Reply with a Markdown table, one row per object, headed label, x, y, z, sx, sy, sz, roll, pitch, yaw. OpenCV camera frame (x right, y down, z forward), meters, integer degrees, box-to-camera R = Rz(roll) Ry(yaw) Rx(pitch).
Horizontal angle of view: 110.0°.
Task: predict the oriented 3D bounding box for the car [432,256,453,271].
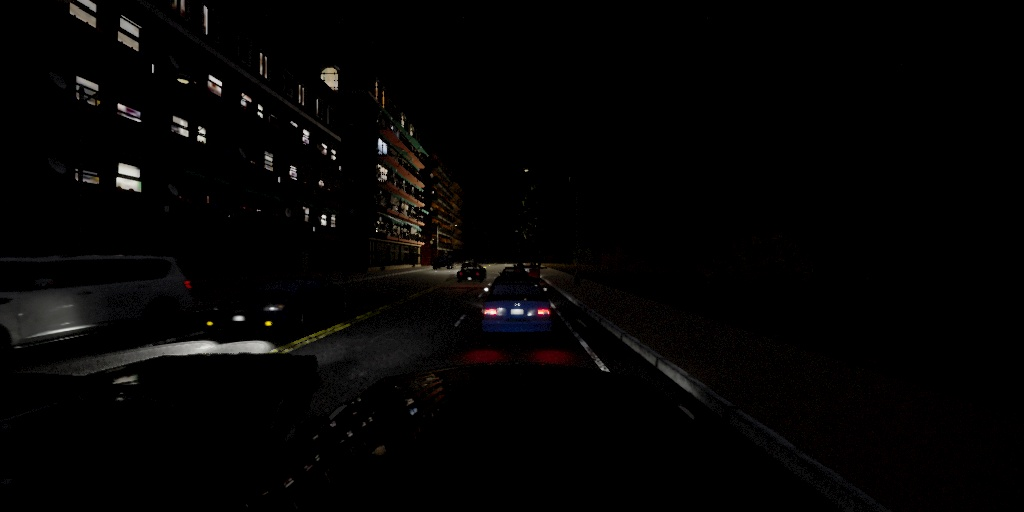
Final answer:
| label | x | y | z | sx | sy | sz | roll | pitch | yaw |
| --- | --- | --- | --- | --- | --- | --- | --- | --- | --- |
| car | -9.781 | 0.974 | 51.153 | 2.150 | 2.045 | 5.566 | 0 | 0 | 0 |

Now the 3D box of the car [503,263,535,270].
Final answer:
| label | x | y | z | sx | sy | sz | roll | pitch | yaw |
| --- | --- | --- | --- | --- | --- | --- | --- | --- | --- |
| car | 0.118 | 1.317 | 20.898 | 1.994 | 1.385 | 4.181 | 0 | 0 | 1 |

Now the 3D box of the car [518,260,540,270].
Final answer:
| label | x | y | z | sx | sy | sz | roll | pitch | yaw |
| --- | --- | --- | --- | --- | --- | --- | --- | --- | --- |
| car | 1.173 | 1.104 | 29.833 | 2.097 | 1.767 | 4.553 | 0 | 0 | 0 |

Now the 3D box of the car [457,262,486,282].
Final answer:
| label | x | y | z | sx | sy | sz | roll | pitch | yaw |
| --- | --- | --- | --- | --- | --- | --- | --- | --- | --- |
| car | -3.117 | 1.354 | 28.554 | 1.895 | 1.301 | 4.718 | 0 | 0 | 0 |

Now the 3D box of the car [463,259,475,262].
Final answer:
| label | x | y | z | sx | sy | sz | roll | pitch | yaw |
| --- | --- | --- | --- | --- | --- | --- | --- | --- | --- |
| car | -6.525 | 1.244 | 54.140 | 2.128 | 1.511 | 4.902 | 0 | 0 | 0 |

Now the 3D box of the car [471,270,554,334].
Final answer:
| label | x | y | z | sx | sy | sz | roll | pitch | yaw |
| --- | --- | --- | --- | --- | --- | --- | --- | --- | --- |
| car | 0.112 | 1.299 | 10.565 | 2.033 | 1.411 | 5.357 | 0 | 0 | 0 |

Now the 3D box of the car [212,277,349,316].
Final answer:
| label | x | y | z | sx | sy | sz | roll | pitch | yaw |
| --- | --- | --- | --- | --- | --- | --- | --- | --- | --- |
| car | -6.590 | 1.315 | 10.636 | 1.994 | 1.385 | 4.181 | 0 | 0 | 0 |

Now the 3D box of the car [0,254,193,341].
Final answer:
| label | x | y | z | sx | sy | sz | roll | pitch | yaw |
| --- | --- | --- | --- | --- | --- | --- | --- | --- | --- |
| car | -9.844 | 0.972 | 7.506 | 2.150 | 2.045 | 5.566 | 0 | 0 | 0 |

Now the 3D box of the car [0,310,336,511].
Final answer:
| label | x | y | z | sx | sy | sz | roll | pitch | yaw |
| --- | --- | --- | --- | --- | --- | --- | --- | --- | --- |
| car | -3.152 | 1.351 | 2.069 | 1.895 | 1.301 | 4.718 | 0 | 0 | 0 |
